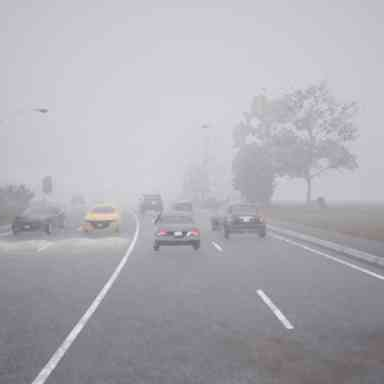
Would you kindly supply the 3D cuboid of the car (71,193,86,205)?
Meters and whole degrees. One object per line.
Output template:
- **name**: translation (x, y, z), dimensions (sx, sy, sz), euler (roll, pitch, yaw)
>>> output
- **car**: translation (-19.919, 1.229, 58.099), dimensions (2.150, 2.045, 5.566), euler (0, 0, -24)

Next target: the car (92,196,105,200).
- **car**: translation (-16.838, 1.500, 59.743), dimensions (2.128, 1.511, 4.902), euler (0, 0, -24)

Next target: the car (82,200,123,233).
- **car**: translation (-5.217, 1.483, 19.968), dimensions (1.882, 1.535, 5.008), euler (0, 0, -9)

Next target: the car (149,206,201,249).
- **car**: translation (-0.767, 1.547, 14.479), dimensions (2.033, 1.411, 5.357), euler (0, 0, -6)

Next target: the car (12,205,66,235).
- **car**: translation (-8.627, 1.488, 19.122), dimensions (1.882, 1.535, 5.008), euler (0, 0, -9)

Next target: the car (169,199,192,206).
- **car**: translation (-1.316, 1.479, 36.995), dimensions (1.882, 1.535, 5.008), euler (0, 0, -14)

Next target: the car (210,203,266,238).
- **car**: translation (2.309, 1.347, 17.797), dimensions (2.097, 1.767, 4.553), euler (0, 0, -7)

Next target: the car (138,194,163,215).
- **car**: translation (-4.362, 1.224, 34.885), dimensions (2.150, 2.045, 5.566), euler (0, 0, -14)
